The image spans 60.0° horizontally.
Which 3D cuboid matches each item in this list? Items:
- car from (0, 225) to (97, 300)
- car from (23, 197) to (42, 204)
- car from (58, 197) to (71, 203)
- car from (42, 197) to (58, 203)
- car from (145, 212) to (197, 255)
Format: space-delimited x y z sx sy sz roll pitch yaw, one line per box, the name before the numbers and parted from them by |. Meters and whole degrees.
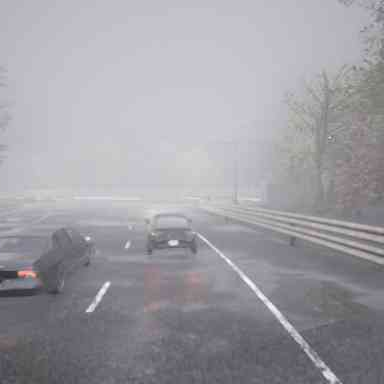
car | -3.877 1.574 8.610 2.033 1.411 5.357 0 0 -5
car | -34.562 1.728 70.890 2.128 1.511 4.902 0 0 -45
car | -29.401 1.769 75.617 1.895 1.301 4.718 0 0 -45
car | -31.971 1.740 73.243 1.994 1.385 4.181 0 0 -45
car | -0.903 1.542 13.447 1.812 1.442 4.674 0 0 -7
